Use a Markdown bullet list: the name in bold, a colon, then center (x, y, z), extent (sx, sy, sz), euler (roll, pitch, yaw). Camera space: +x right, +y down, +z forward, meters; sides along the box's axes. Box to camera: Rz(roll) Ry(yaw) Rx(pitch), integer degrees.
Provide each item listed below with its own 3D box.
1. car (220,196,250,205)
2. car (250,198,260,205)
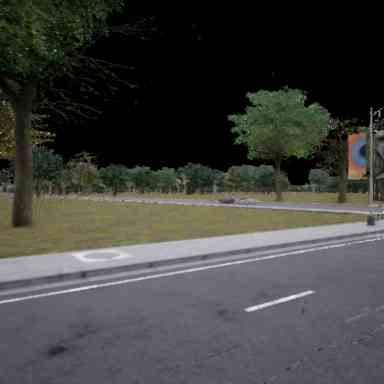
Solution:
- **car**: center (6.712, 1.405, 55.280), extent (2.128, 1.511, 4.902), euler (0, 0, -36)
- **car**: center (9.378, 1.518, 57.168), extent (1.895, 1.301, 4.718), euler (0, 0, -36)
